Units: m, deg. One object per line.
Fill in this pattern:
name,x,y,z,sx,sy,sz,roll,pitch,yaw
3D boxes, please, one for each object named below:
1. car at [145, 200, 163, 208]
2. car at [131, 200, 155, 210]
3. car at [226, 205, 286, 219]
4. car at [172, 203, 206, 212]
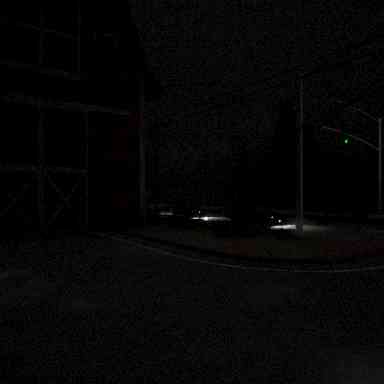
car,-5.385,1.867,41.056,1.895,1.301,4.718,0,0,-34
car,-7.472,1.886,50.625,1.994,1.385,4.181,0,0,-34
car,4.823,1.721,26.183,2.033,1.411,5.357,0,0,-34
car,-0.399,1.785,33.793,1.994,1.385,4.181,0,0,-34
